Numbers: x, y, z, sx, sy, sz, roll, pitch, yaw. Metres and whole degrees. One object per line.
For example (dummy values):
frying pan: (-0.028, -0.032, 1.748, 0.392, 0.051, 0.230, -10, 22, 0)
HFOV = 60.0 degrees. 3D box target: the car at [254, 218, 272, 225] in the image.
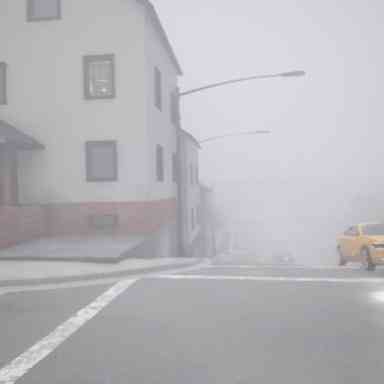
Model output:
car: (18.409, 7.603, 86.120, 4.536, 1.218, 1.853, -2, 1, -28)

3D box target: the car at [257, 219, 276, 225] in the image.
car: (18.366, 7.762, 86.098, 4.974, 1.542, 2.038, -2, 1, -28)

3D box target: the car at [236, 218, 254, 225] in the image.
car: (13.771, 7.699, 86.795, 1.853, 1.218, 4.536, -2, 1, -38)

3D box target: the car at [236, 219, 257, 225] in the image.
car: (13.807, 7.856, 86.757, 2.038, 1.542, 4.974, -2, 1, -38)

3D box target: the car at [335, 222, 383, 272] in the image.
car: (6.207, 1.739, 11.092, 1.882, 1.535, 5.008, -2, -9, 10)

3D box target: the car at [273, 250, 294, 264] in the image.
car: (9.887, 7.087, 36.249, 2.128, 1.511, 4.902, -1, -10, 8)

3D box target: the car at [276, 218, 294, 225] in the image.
car: (23.790, 7.640, 86.098, 4.974, 1.542, 2.038, -1, 1, 37)

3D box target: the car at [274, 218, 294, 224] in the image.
car: (23.744, 7.483, 86.127, 4.536, 1.218, 1.853, -1, 1, 37)
